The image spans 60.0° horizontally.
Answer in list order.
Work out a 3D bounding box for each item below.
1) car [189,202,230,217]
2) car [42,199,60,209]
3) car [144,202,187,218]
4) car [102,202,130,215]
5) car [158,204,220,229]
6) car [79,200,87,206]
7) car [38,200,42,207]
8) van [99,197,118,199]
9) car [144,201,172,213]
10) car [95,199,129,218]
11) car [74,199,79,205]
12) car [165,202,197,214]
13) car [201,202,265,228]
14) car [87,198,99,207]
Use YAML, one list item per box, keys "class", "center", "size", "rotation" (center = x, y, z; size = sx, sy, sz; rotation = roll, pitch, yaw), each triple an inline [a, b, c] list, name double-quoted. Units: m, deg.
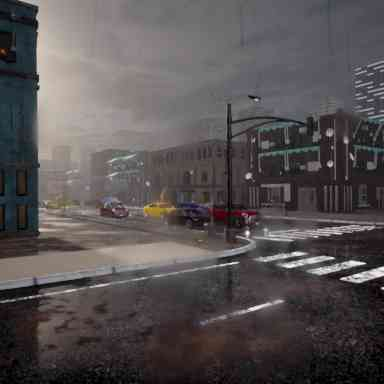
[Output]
- class: "car"
  center: [1.782, 1.810, 35.532]
  size: [2.008, 1.369, 4.403]
  rotation: [-2, 0, -35]
- class: "car"
  center: [-24.153, 2.233, 57.649]
  size: [1.752, 1.417, 4.829]
  rotation: [-1, 0, -35]
- class: "car"
  center: [-2.912, 1.794, 32.157]
  size: [1.882, 1.535, 5.008]
  rotation: [-1, 0, -35]
- class: "car"
  center: [-9.537, 1.972, 41.532]
  size: [1.812, 1.442, 4.674]
  rotation: [-1, 0, -35]
- class: "car"
  center: [-0.333, 1.814, 23.809]
  size: [1.947, 1.339, 4.313]
  rotation: [-1, 0, -35]
- class: "car"
  center: [-20.613, 2.228, 67.150]
  size: [1.887, 1.381, 4.507]
  rotation: [-1, 0, -35]
- class: "car"
  center: [-30.650, 2.376, 66.822]
  size: [2.008, 1.369, 4.403]
  rotation: [-1, 0, -35]
- class: "van"
  center: [-14.219, 1.907, 58.116]
  size: [1.690, 1.788, 3.998]
  rotation: [-1, 0, -35]
- class: "car"
  center: [-4.615, 1.966, 44.565]
  size: [1.802, 1.307, 4.206]
  rotation: [-2, 0, -35]
- class: "car"
  center: [-8.258, 1.846, 35.203]
  size: [1.967, 1.590, 4.097]
  rotation: [-1, 0, -35]
- class: "car"
  center: [-27.011, 2.364, 76.184]
  size: [1.947, 1.339, 4.313]
  rotation: [-1, 0, -35]
- class: "car"
  center: [-1.417, 1.904, 40.049]
  size: [1.802, 1.307, 4.206]
  rotation: [-2, 0, -35]
- class: "car"
  center: [3.010, 1.551, 23.850]
  size: [2.097, 1.767, 4.553]
  rotation: [-1, 0, -36]
- class: "car"
  center: [-17.419, 1.940, 62.633]
  size: [2.192, 1.841, 5.009]
  rotation: [-1, 0, -35]
